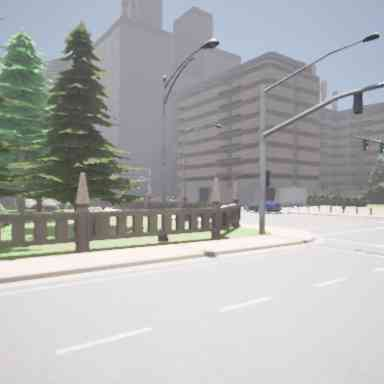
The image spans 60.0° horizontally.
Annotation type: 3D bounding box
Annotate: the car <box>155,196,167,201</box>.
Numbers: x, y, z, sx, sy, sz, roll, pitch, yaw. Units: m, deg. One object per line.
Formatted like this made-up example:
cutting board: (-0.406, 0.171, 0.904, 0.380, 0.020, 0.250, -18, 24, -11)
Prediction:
car: (-6.433, 1.589, 61.161, 2.097, 1.767, 4.553, 1, 0, -35)

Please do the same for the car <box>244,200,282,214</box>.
car: (8.488, 1.745, 40.208, 1.882, 1.535, 5.008, 1, -1, -35)
